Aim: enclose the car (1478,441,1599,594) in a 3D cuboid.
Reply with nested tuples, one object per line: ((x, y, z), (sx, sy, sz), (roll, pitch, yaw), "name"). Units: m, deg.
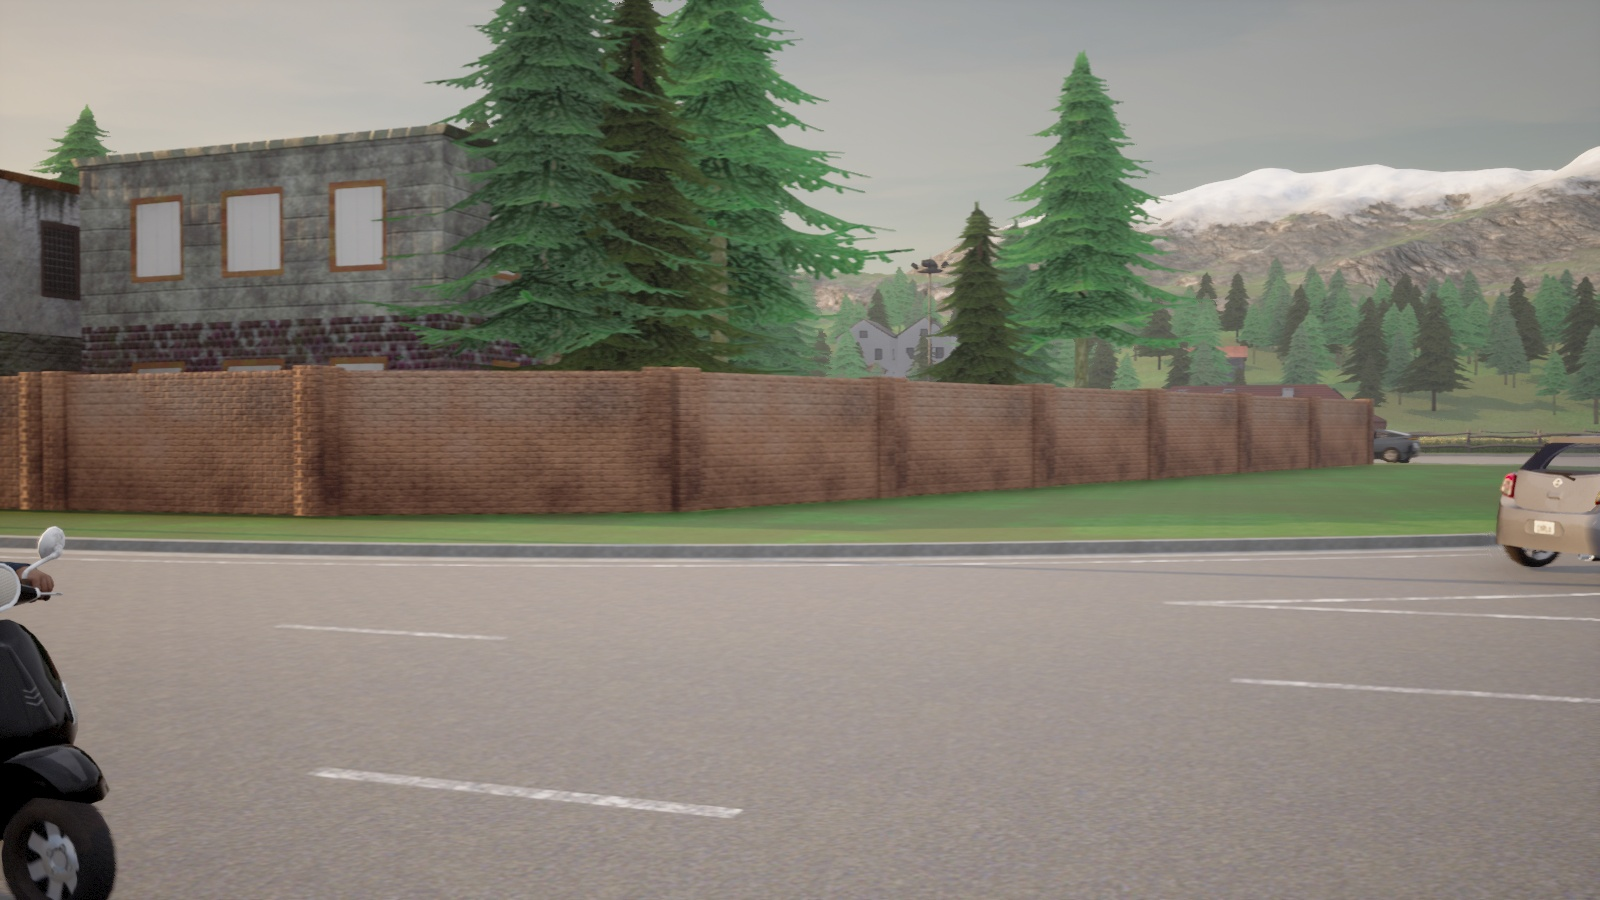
((9.566, 0.663, 13.515), (3.633, 1.501, 1.845), (0, 1, -11), "car")

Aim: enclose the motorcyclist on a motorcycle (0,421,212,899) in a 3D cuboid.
((-3.029, 0.699, 4.211), (1.817, 1.590, 0.866), (1, 1, 19), "motorcyclist on a motorcycle")

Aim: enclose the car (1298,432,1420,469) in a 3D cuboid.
((24.513, -0.015, 55.130), (4.514, 1.525, 2.007), (1, 1, 40), "car")
